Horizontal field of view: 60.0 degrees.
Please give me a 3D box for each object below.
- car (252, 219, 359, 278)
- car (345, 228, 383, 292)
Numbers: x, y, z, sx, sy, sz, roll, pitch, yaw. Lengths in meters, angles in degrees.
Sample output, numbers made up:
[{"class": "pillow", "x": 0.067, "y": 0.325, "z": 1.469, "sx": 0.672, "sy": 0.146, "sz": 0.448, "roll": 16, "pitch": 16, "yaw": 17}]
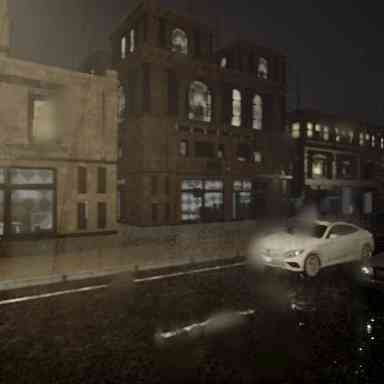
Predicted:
[{"class": "car", "x": 3.974, "y": 1.599, "z": 10.514, "sx": 4.674, "sy": 1.442, "sz": 1.812, "roll": 1, "pitch": 0, "yaw": -35}, {"class": "car", "x": 6.252, "y": 1.625, "z": 8.148, "sx": 5.357, "sy": 1.411, "sz": 2.033, "roll": 1, "pitch": 0, "yaw": -36}]
